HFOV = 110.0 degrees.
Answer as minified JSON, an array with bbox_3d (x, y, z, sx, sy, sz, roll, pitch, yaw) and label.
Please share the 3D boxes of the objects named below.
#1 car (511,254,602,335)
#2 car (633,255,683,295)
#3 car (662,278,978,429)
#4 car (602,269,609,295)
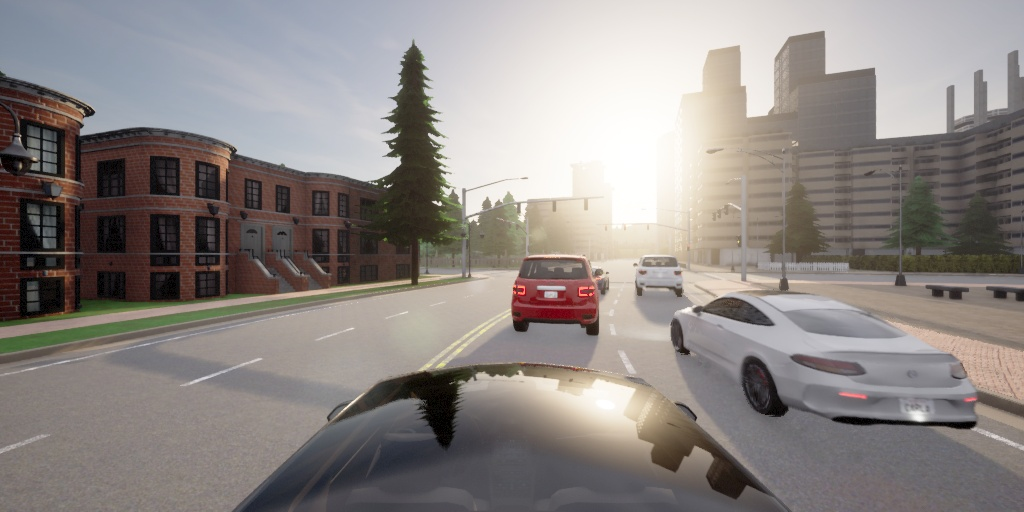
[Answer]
[{"bbox_3d":[1.491,0.971,10.765,2.150,2.045,5.566,0,0,13],"label":"car"},{"bbox_3d":[7.942,0.971,19.664,2.150,2.045,5.566,0,0,19],"label":"car"},{"bbox_3d":[4.124,1.275,5.737,1.812,1.442,4.674,0,0,6],"label":"car"},{"bbox_3d":[4.359,1.276,19.960,1.812,1.442,4.674,0,0,19],"label":"car"}]
